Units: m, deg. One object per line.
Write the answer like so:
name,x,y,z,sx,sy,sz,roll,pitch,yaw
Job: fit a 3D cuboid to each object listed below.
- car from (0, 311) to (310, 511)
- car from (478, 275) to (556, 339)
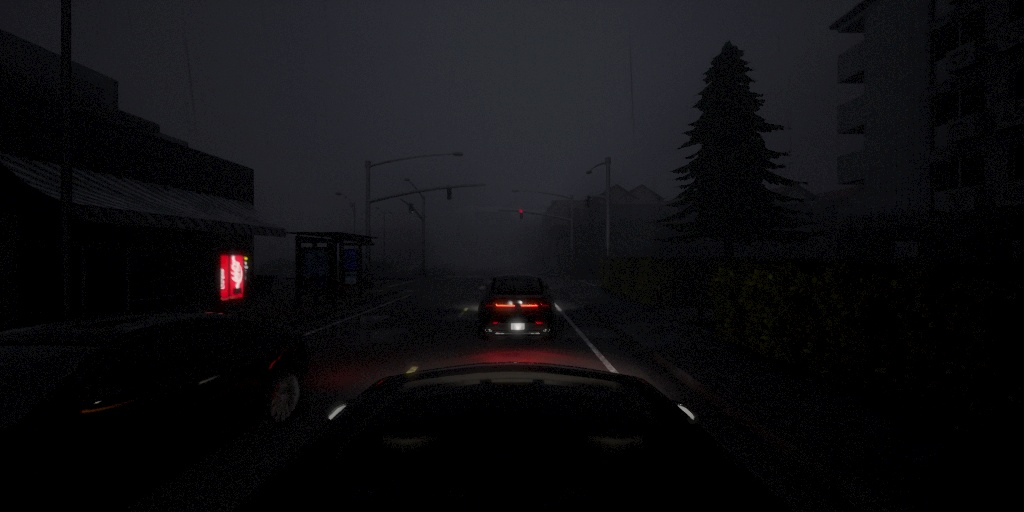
car,-3.571,1.276,2.939,1.812,1.442,4.674,0,0,0
car,0.117,1.255,10.062,1.837,1.490,4.892,0,0,0
